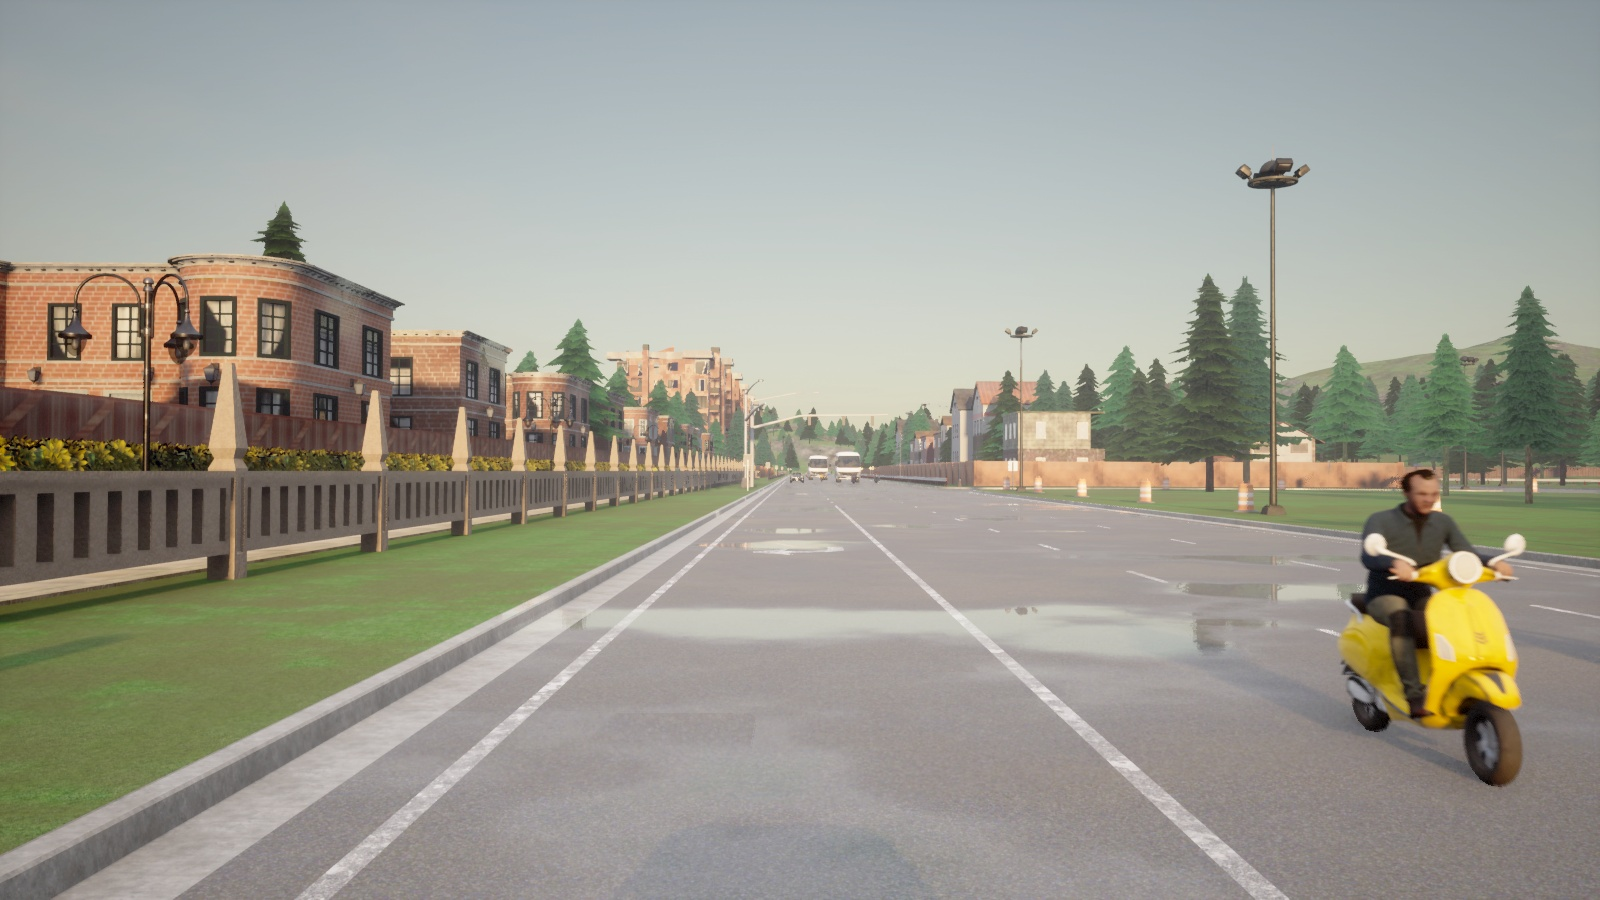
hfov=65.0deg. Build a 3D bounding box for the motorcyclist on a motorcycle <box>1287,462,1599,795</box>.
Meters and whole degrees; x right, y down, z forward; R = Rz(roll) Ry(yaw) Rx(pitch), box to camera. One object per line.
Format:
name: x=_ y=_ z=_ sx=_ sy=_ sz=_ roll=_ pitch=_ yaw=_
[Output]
motorcyclist on a motorcycle: x=3.484 y=0.870 z=6.931 sx=0.866 sy=1.590 sz=1.817 roll=0 pitch=-1 yaw=0
